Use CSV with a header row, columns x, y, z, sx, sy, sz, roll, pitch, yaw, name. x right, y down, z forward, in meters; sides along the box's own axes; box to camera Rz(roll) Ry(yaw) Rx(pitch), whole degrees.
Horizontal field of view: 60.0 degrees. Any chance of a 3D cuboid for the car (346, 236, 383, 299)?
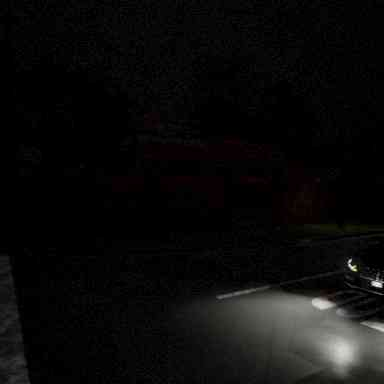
x,y,z,sx,sy,sz,roll,pitch,yaw,name
5.420,1.412,7.314,4.892,1.490,1.837,0,1,-32,car
